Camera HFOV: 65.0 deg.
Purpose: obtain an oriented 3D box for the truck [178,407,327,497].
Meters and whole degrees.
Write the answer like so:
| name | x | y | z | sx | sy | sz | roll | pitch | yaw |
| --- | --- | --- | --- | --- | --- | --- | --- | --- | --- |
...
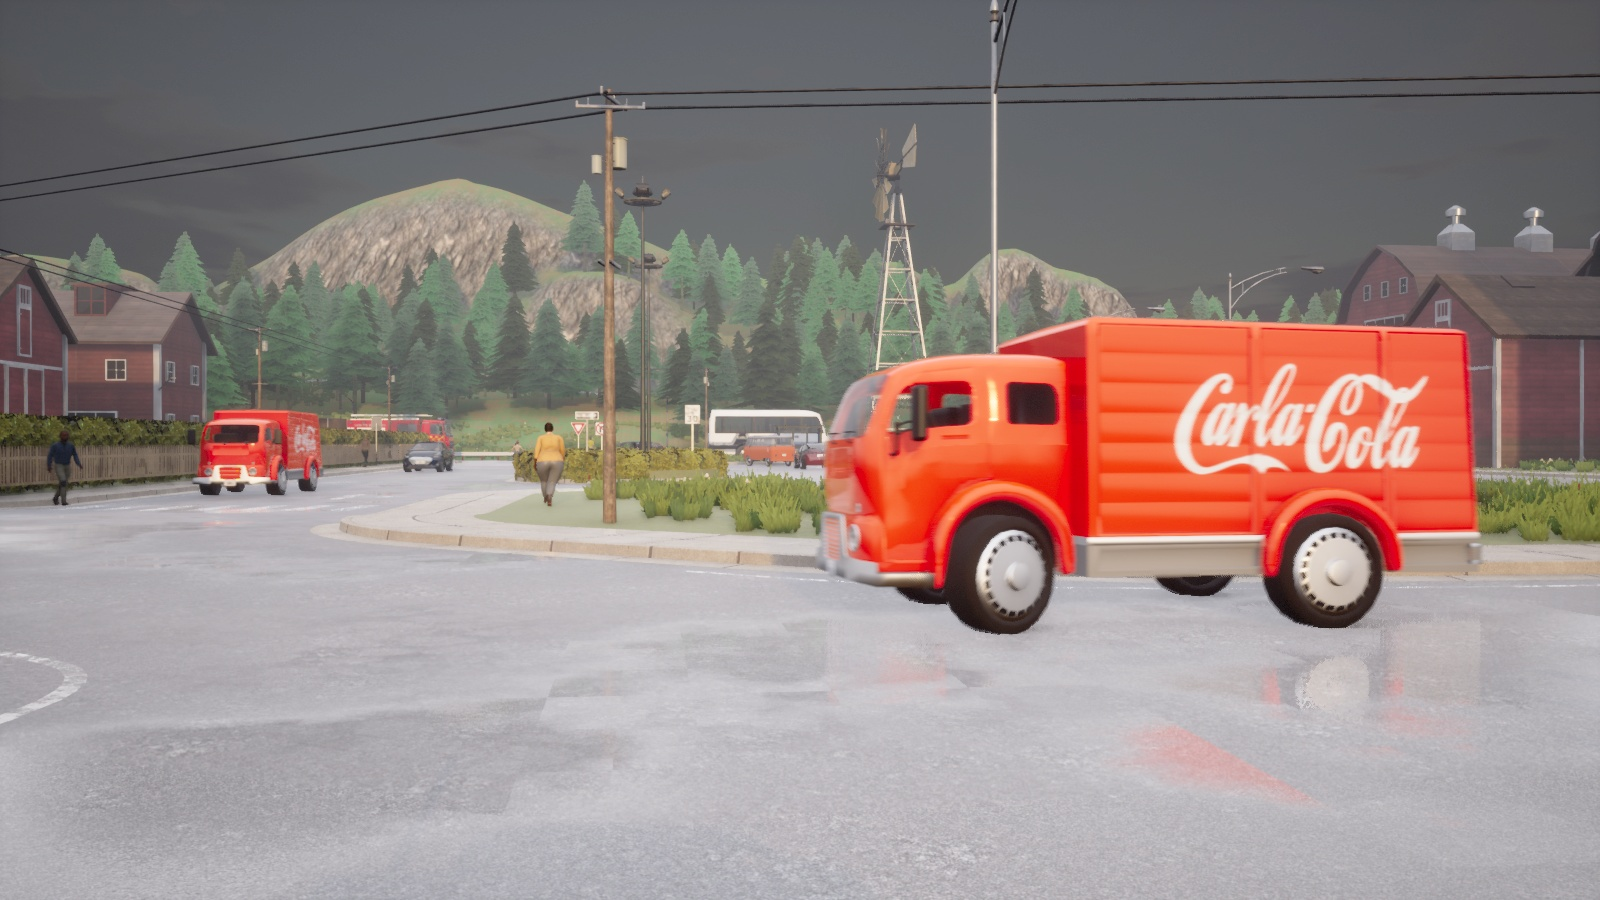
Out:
| name | x | y | z | sx | sy | sz | roll | pitch | yaw |
| --- | --- | --- | --- | --- | --- | --- | --- | --- | --- |
| truck | -15.961 | 0.038 | 36.995 | 2.627 | 2.467 | 5.204 | 0 | 0 | -7 |

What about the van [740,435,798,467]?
| name | x | y | z | sx | sy | sz | roll | pitch | yaw |
| --- | --- | --- | --- | --- | --- | --- | --- | --- | --- |
| van | -2.027 | 0.042 | 80.651 | 1.775 | 1.987 | 4.442 | 0 | 0 | -30 |

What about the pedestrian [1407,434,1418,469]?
| name | x | y | z | sx | sy | sz | roll | pitch | yaw |
| --- | --- | --- | --- | --- | --- | --- | --- | --- | --- |
| pedestrian | 32.111 | 0.056 | 65.816 | 0.345 | 1.836 | 0.594 | 0 | 0 | 11 |

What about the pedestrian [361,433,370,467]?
| name | x | y | z | sx | sy | sz | roll | pitch | yaw |
| --- | --- | --- | --- | --- | --- | --- | --- | --- | --- |
| pedestrian | -23.727 | -0.005 | 68.604 | 0.331 | 1.846 | 0.634 | 0 | 0 | -7 |

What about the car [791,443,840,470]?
| name | x | y | z | sx | sy | sz | roll | pitch | yaw |
| --- | --- | --- | --- | --- | --- | --- | --- | --- | --- |
| car | 0.843 | 0.343 | 71.482 | 2.163 | 1.488 | 4.792 | 0 | 0 | -7 |

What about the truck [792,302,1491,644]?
| name | x | y | z | sx | sy | sz | roll | pitch | yaw |
| --- | --- | --- | --- | --- | --- | --- | --- | --- | --- |
| truck | 2.737 | 0.190 | 10.868 | 5.204 | 2.467 | 2.627 | 0 | -1 | -11 |

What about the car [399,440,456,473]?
| name | x | y | z | sx | sy | sz | roll | pitch | yaw |
| --- | --- | --- | --- | --- | --- | --- | --- | --- | --- |
| car | -19.338 | 0.292 | 65.350 | 2.033 | 1.649 | 4.856 | 0 | 0 | -7 |

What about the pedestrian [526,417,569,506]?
| name | x | y | z | sx | sy | sz | roll | pitch | yaw |
| --- | --- | --- | --- | --- | --- | --- | --- | --- | --- |
| pedestrian | -5.362 | 0.239 | 26.671 | 0.874 | 1.855 | 0.900 | 0 | 0 | -13 |

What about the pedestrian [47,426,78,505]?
| name | x | y | z | sx | sy | sz | roll | pitch | yaw |
| --- | --- | --- | --- | --- | --- | --- | --- | --- | --- |
| pedestrian | -17.399 | 0.351 | 29.622 | 0.726 | 1.835 | 0.370 | 0 | 0 | 38 |
